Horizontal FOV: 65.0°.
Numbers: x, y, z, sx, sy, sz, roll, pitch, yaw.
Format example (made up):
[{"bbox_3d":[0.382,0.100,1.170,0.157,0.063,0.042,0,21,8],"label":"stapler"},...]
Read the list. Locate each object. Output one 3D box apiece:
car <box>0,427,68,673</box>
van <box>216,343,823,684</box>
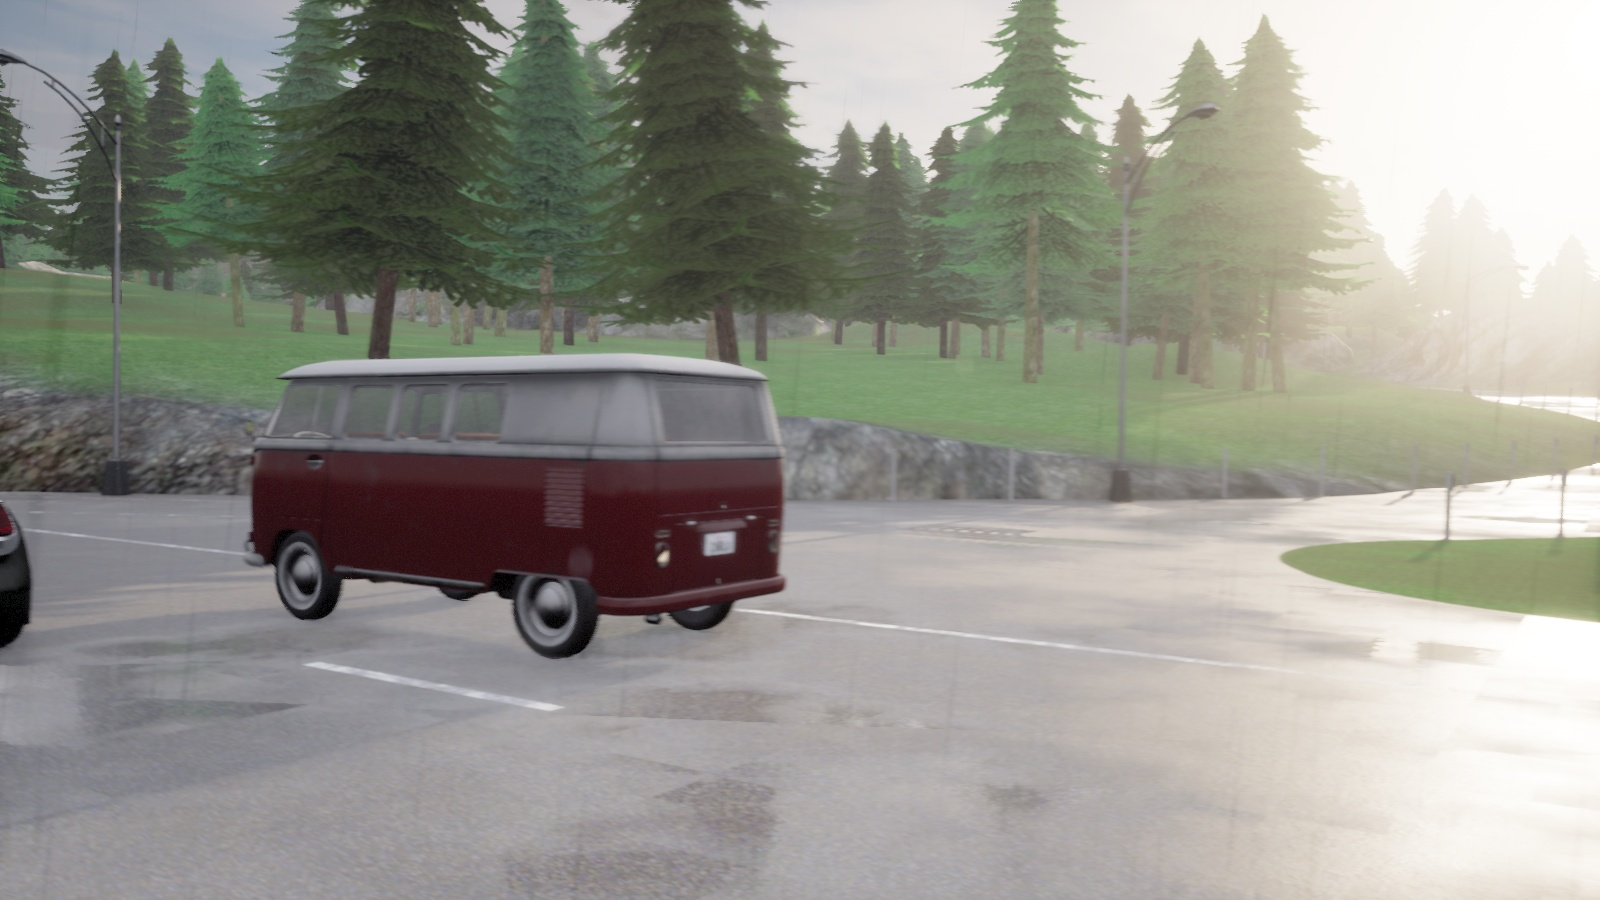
[{"bbox_3d":[-6.719,0.599,8.084,3.806,1.475,1.970,0,1,34],"label":"car"},{"bbox_3d":[-2.187,0.345,9.271,4.442,1.987,1.775,0,1,34],"label":"van"}]
